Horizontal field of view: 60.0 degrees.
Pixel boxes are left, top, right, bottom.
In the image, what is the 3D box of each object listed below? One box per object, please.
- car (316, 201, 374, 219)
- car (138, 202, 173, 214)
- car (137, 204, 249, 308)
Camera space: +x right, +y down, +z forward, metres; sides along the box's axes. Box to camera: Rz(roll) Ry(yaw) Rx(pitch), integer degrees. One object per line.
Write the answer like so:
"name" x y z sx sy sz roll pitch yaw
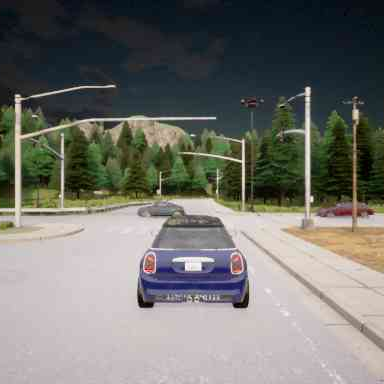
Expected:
"car" 13.157 1.553 28.719 4.674 1.442 1.812 0 0 1
"car" -2.625 1.579 28.974 4.181 1.385 1.994 0 0 1
"car" 0.040 1.348 8.069 2.097 1.767 4.553 0 0 0
